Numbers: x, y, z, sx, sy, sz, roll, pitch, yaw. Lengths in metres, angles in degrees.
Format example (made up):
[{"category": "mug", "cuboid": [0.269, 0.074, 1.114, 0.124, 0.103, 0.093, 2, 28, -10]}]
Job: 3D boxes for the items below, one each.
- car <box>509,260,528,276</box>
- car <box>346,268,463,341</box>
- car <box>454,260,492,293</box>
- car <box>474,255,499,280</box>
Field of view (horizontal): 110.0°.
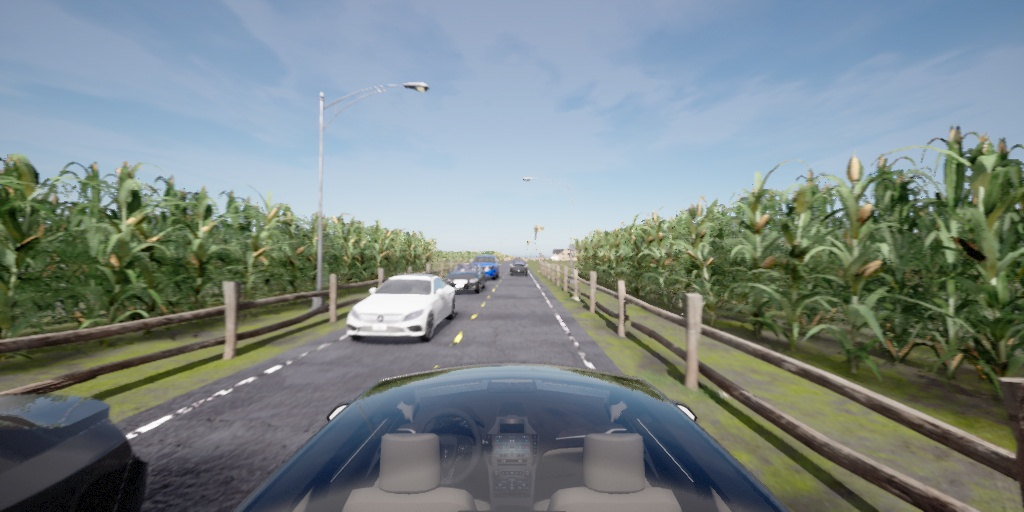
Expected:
[{"category": "car", "cuboid": [0.726, 1.245, 37.474, 2.128, 1.511, 4.902, 1, 0, 1]}, {"category": "car", "cuboid": [-2.734, 1.236, 9.890, 1.812, 1.442, 4.674, 1, 0, 1]}, {"category": "car", "cuboid": [-2.529, 1.200, 20.337, 2.128, 1.511, 4.902, 1, 0, 1]}, {"category": "car", "cuboid": [-2.287, 0.933, 30.852, 2.150, 2.045, 5.566, 1, 0, 2]}]
